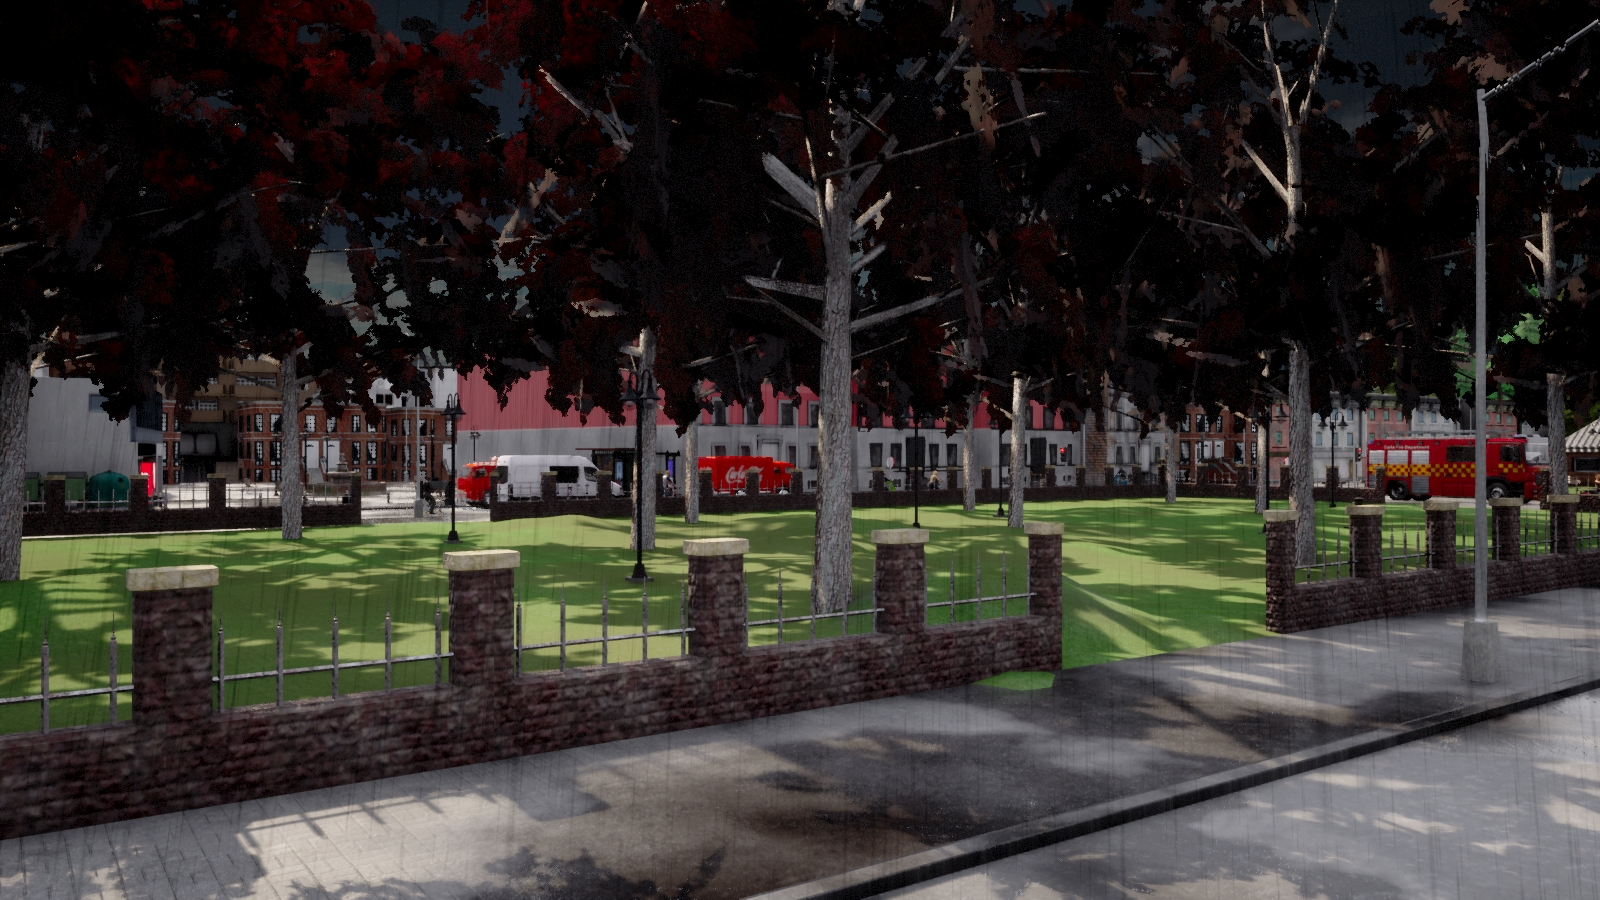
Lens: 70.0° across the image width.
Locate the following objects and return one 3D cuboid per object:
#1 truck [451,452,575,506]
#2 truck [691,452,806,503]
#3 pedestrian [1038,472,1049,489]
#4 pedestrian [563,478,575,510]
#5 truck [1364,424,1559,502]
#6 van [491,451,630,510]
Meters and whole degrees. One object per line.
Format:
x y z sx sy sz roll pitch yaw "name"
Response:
-13.777 1.339 54.929 5.204 2.467 2.627 0 0 -35 "truck"
-2.582 1.335 57.891 5.204 2.467 2.627 0 0 -35 "truck"
15.757 1.986 73.924 0.500 1.100 0.500 0 0 -27 "pedestrian"
-9.532 1.796 47.175 0.375 1.300 0.375 0 0 -33 "pedestrian"
34.631 0.645 60.204 2.891 3.827 8.468 0 0 -34 "truck"
-10.854 1.306 52.106 5.915 2.561 1.988 0 0 -35 "van"
